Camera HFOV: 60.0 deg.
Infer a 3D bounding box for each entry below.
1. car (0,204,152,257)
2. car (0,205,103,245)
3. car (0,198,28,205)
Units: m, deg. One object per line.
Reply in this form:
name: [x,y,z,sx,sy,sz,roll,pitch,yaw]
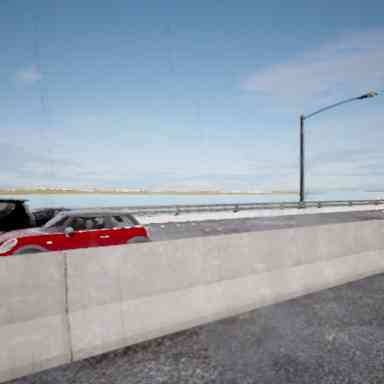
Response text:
car: [-3.527,1.351,10.045,4.553,1.767,2.097,0,0,-35]
car: [-7.063,1.475,16.125,5.008,1.535,1.882,0,0,-35]
car: [-8.189,1.218,11.038,5.566,2.045,2.150,0,0,-35]
